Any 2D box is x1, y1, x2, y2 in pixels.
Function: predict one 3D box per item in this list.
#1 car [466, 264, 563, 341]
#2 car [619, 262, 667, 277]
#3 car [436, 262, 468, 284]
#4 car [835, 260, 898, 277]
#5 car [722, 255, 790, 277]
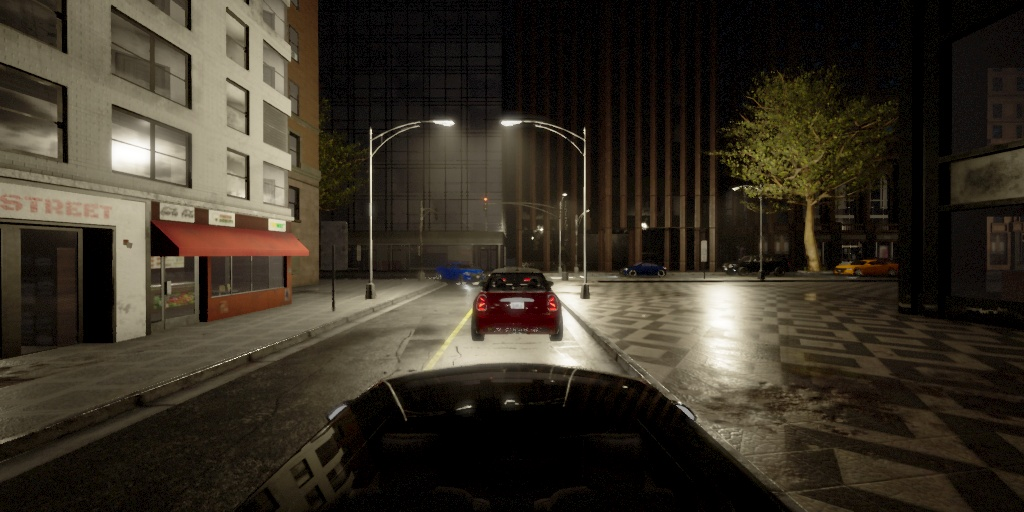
[{"bbox_3d":[0.123,1.101,9.982,2.097,1.767,4.553,0,0,0],"label":"car"},{"bbox_3d":[12.324,1.257,33.848,4.181,1.385,1.994,0,0,0],"label":"car"},{"bbox_3d":[-3.956,1.229,27.368,1.882,1.535,5.008,2,-2,-39],"label":"car"},{"bbox_3d":[33.318,1.113,33.720,5.008,1.535,1.882,0,0,0],"label":"car"},{"bbox_3d":[22.957,0.881,33.779,5.566,2.045,2.150,0,0,0],"label":"car"}]
